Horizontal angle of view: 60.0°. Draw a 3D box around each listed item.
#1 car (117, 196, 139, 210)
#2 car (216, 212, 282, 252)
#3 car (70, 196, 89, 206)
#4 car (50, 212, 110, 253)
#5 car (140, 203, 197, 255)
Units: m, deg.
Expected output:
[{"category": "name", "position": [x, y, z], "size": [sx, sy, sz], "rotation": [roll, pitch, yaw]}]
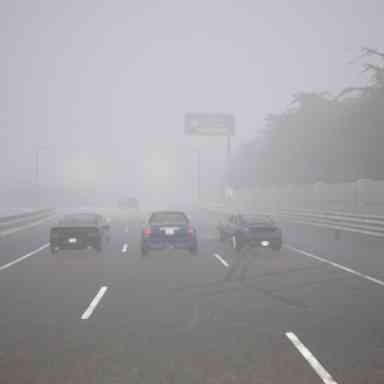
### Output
[{"category": "car", "position": [-10.042, 1.634, 51.680], "size": [2.150, 2.045, 5.566], "rotation": [1, -1, -28]}, {"category": "car", "position": [2.352, 1.655, 14.693], "size": [1.837, 1.490, 4.892], "rotation": [0, 0, -8]}, {"category": "car", "position": [-24.084, 1.944, 71.320], "size": [2.150, 2.045, 5.566], "rotation": [1, -1, -43]}, {"category": "car", "position": [-4.700, 1.626, 14.523], "size": [1.882, 1.535, 5.008], "rotation": [0, 0, -9]}, {"category": "car", "position": [-1.108, 1.494, 14.157], "size": [2.097, 1.767, 4.553], "rotation": [0, -1, -8]}]
